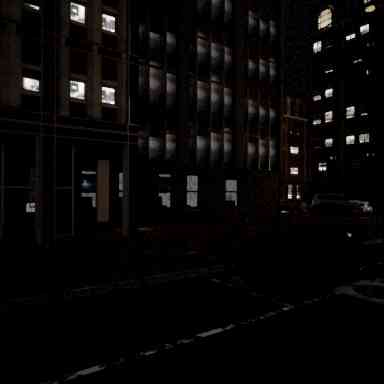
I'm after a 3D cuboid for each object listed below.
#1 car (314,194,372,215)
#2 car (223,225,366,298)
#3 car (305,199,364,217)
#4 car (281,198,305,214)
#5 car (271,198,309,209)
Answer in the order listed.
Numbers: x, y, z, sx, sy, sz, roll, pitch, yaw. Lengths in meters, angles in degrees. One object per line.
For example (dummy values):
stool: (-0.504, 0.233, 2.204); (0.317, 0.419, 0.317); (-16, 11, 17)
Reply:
car: (14.435, 1.184, 32.450); (2.150, 2.045, 5.566); (0, 0, -36)
car: (2.782, 1.567, 8.542); (4.313, 1.339, 1.947); (0, 0, -36)
car: (12.860, 1.534, 30.204); (1.802, 1.307, 4.206); (0, 0, -36)
car: (9.659, 1.467, 34.667); (1.752, 1.417, 4.829); (0, 0, -36)
car: (12.968, 1.499, 44.430); (1.752, 1.417, 4.829); (0, 0, -36)
